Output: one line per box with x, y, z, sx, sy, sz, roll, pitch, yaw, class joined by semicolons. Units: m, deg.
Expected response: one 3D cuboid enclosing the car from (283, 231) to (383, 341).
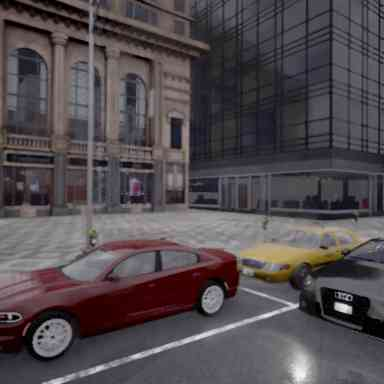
3.911;1.579;6.198;4.181;1.385;1.994;0;0;-36;car

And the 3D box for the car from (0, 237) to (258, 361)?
-1.152;1.556;5.943;4.507;1.381;1.887;0;0;-36;car

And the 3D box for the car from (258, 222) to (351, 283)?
3.272;1.545;9.135;4.829;1.417;1.752;0;0;-36;car
